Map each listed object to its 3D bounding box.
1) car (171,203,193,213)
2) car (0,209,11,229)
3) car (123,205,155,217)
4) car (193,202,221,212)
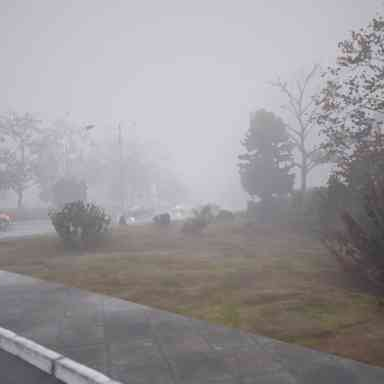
[{"bbox_3d":[-1.329,2.455,50.502,1.812,1.442,4.674,-3,-2,33],"label":"car"},{"bbox_3d":[-16.907,2.162,26.071,2.097,1.767,4.553,-3,-2,33],"label":"car"},{"bbox_3d":[-6.624,2.392,42.087,1.812,1.442,4.674,-3,-2,32],"label":"car"},{"bbox_3d":[2.722,2.261,50.082,1.882,1.535,5.008,-3,-2,32],"label":"car"}]
